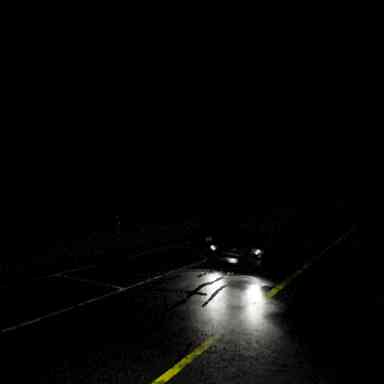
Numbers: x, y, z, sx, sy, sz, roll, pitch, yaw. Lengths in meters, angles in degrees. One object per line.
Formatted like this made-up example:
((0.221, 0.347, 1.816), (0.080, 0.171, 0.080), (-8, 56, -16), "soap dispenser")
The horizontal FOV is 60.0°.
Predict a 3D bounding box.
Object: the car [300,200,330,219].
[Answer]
((10.644, 1.582, 29.458), (1.802, 1.307, 4.206), (0, 0, 32), "car")

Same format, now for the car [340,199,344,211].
((16.497, 1.441, 38.830), (1.967, 1.590, 4.097), (0, 0, 32), "car")

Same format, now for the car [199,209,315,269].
((2.549, 1.548, 11.642), (2.033, 1.411, 5.357), (0, 0, 32), "car")

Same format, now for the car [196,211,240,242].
((1.865, 1.566, 15.398), (1.947, 1.339, 4.313), (0, 0, 32), "car")

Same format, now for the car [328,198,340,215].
((13.571, 1.566, 34.144), (1.947, 1.339, 4.313), (0, 0, 32), "car")
